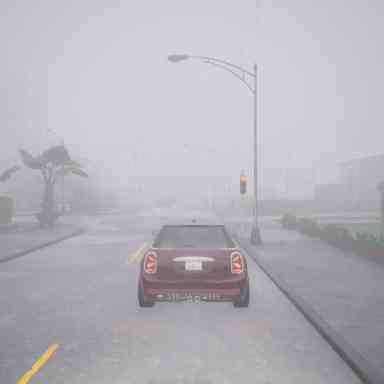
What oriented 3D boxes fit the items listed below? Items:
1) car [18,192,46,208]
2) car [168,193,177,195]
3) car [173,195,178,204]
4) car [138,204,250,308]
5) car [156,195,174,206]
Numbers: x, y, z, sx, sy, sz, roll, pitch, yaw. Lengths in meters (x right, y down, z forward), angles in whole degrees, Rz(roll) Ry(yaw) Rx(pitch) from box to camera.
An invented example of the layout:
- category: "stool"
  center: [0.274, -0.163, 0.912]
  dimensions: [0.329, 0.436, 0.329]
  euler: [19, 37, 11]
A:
- category: "car"
  center: [-19.725, 0.985, 41.981]
  dimensions: [1.905, 1.878, 3.866]
  euler: [0, 0, 35]
- category: "car"
  center: [-3.948, 1.218, 68.208]
  dimensions: [2.150, 2.045, 5.566]
  euler: [0, 0, 0]
- category: "car"
  center: [-4.027, 1.601, 57.819]
  dimensions: [1.895, 1.301, 4.718]
  euler: [0, 0, 0]
- category: "car"
  center: [0.051, 1.352, 8.105]
  dimensions: [2.097, 1.767, 4.553]
  euler: [0, 0, 1]
- category: "car"
  center: [-4.056, 1.564, 47.917]
  dimensions: [1.994, 1.385, 4.181]
  euler: [0, 0, 0]
